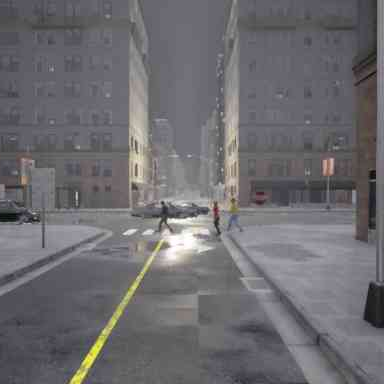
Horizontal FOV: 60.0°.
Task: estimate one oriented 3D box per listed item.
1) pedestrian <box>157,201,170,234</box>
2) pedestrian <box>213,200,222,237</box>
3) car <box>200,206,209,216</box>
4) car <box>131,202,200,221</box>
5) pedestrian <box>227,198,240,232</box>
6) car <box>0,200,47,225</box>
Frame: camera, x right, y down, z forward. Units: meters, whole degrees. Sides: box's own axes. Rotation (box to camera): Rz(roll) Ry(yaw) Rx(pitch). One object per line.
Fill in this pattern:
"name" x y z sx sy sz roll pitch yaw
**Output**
"pedestrian" -1.521 1.294 17.792 0.375 1.860 0.375 0 0 0
"pedestrian" 1.241 1.294 16.594 0.375 1.860 0.375 0 0 0
"car" -0.829 1.600 30.582 4.718 1.301 1.895 0 0 0
"car" -2.240 1.552 27.130 5.357 1.411 2.033 0 0 0
"pedestrian" 2.143 1.143 17.193 0.375 1.860 0.375 0 0 0
"car" -12.939 1.376 23.882 4.553 1.767 2.097 0 0 0
